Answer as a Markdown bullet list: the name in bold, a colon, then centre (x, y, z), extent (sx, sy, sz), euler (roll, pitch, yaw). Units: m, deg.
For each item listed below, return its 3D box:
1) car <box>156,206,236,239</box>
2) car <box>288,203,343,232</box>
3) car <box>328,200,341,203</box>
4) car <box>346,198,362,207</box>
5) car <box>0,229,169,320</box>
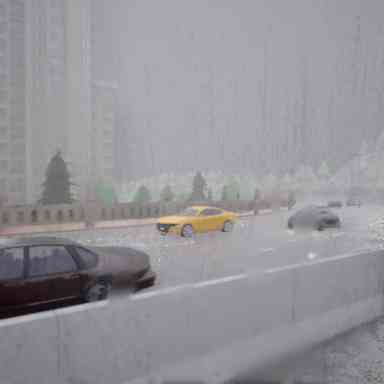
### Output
- **car**: centre (0.311, 1.534, 18.156), extent (5.008, 1.535, 1.882), euler (0, 0, -44)
- **car**: centre (7.608, 1.625, 20.624), extent (1.994, 1.385, 4.181), euler (0, 0, 42)
- **car**: centre (22.727, 1.873, 52.802), extent (1.895, 1.301, 4.718), euler (0, -1, 19)
- **car**: centre (27.671, 1.795, 56.852), extent (2.128, 1.511, 4.902), euler (0, -1, 16)
- **car**: centre (-3.283, 1.569, 6.032), extent (5.357, 1.411, 2.033), euler (0, 0, -36)
